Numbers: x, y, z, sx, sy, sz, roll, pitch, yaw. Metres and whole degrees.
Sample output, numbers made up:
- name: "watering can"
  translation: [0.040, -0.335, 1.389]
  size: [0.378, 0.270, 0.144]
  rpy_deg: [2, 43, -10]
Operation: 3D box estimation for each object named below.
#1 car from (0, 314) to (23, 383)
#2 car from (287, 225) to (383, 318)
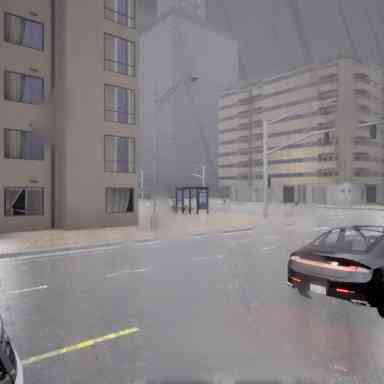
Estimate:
- name: "car"
  translation: [-3.785, 1.221, 1.347]
  size: [5.566, 2.045, 2.150]
  rpy_deg: [0, 0, -32]
- name: "car"
  translation: [4.096, 1.492, 7.353]
  size: [4.902, 1.511, 2.128]
  rpy_deg: [0, 0, -39]
